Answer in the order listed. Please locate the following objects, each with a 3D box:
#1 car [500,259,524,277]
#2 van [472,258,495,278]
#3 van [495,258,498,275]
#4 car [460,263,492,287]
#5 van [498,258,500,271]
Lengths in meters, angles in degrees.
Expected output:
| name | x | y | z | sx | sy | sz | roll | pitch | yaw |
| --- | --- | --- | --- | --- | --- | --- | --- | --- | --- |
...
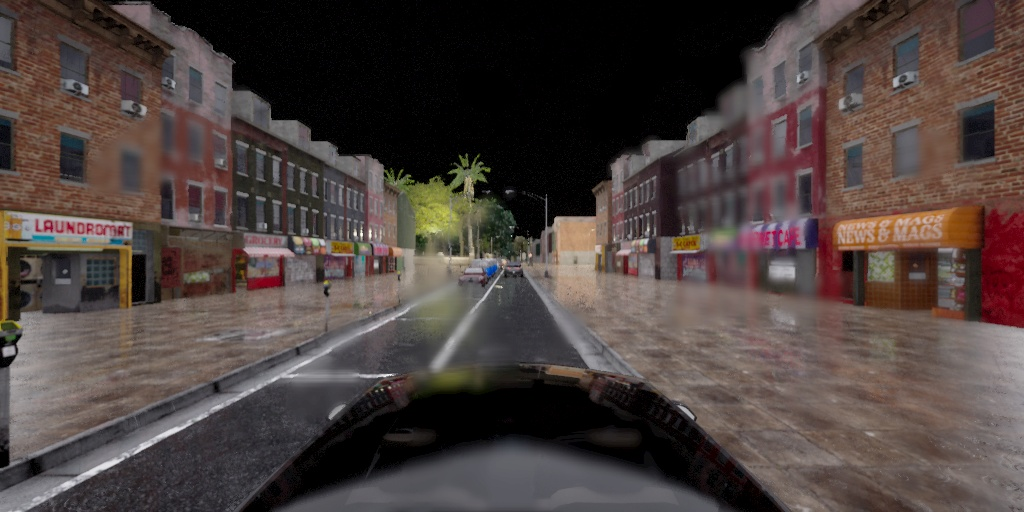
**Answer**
| name | x | y | z | sx | sy | sz | roll | pitch | yaw |
| --- | --- | --- | --- | --- | --- | --- | --- | --- | --- |
| car | 0.162 | 1.348 | 36.222 | 2.128 | 1.511 | 4.902 | 0 | 0 | 0 |
| van | -2.587 | 1.175 | 30.447 | 1.690 | 1.789 | 3.998 | 0 | 0 | 0 |
| van | -2.577 | 1.196 | 35.911 | 1.690 | 1.789 | 3.998 | 0 | 0 | 0 |
| car | -2.597 | 1.396 | 24.982 | 1.802 | 1.307 | 4.207 | 0 | 0 | 0 |
| van | -2.567 | 1.216 | 41.375 | 1.690 | 1.789 | 3.998 | 0 | 0 | 0 |
